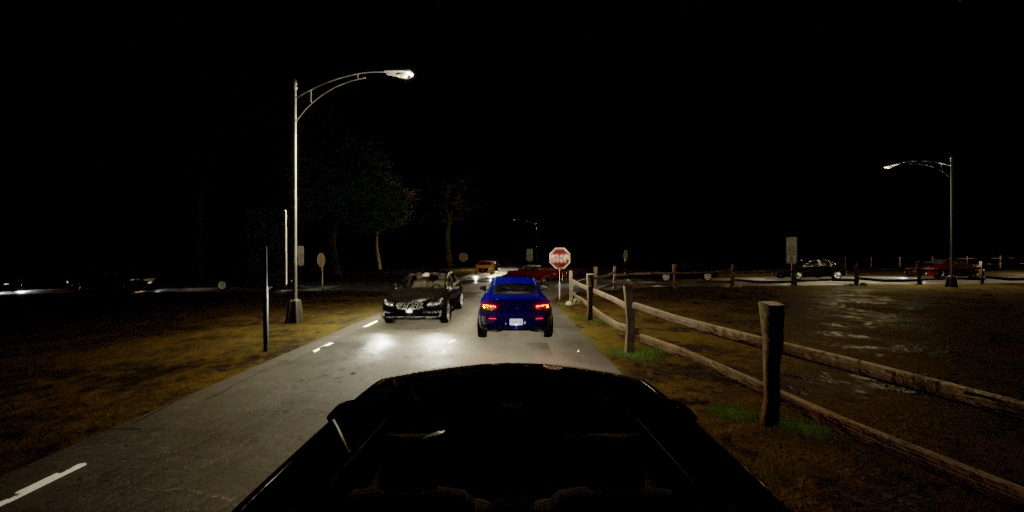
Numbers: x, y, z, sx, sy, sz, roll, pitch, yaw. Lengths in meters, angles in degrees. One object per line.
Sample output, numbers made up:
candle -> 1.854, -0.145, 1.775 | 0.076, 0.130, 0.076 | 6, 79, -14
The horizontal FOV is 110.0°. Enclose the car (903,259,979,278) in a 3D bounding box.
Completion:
car -> 32.181, 0.917, 26.903 | 4.181, 1.385, 1.994 | -1, 1, -1

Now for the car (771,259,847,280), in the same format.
car -> 22.255, 0.975, 26.927 | 4.892, 1.490, 1.837 | -1, 1, 0

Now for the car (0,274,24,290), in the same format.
car -> -36.014, 1.732, 24.178 | 4.181, 1.385, 1.994 | -1, 1, 1

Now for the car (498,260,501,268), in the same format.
car -> -2.967, 1.356, 51.171 | 2.033, 1.411, 5.357 | 0, 0, 0

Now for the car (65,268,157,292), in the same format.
car -> -26.837, 1.555, 24.136 | 4.902, 1.511, 2.128 | -1, 1, 0

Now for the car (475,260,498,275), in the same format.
car -> -2.978, 1.256, 39.876 | 1.882, 1.535, 5.008 | 0, 0, 1

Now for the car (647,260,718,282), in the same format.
car -> 12.733, 1.060, 26.920 | 5.008, 1.535, 1.882 | -1, 1, -1

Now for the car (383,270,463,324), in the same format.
car -> -2.777, 1.259, 12.096 | 1.837, 1.490, 4.892 | 0, 0, 0

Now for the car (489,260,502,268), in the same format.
car -> -2.971, 1.409, 64.542 | 2.033, 1.411, 5.357 | 0, 0, 0

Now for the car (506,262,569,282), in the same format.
car -> 1.919, 1.330, 26.866 | 4.718, 1.301, 1.895 | -1, 0, 43

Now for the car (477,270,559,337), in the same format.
car -> 0.052, 1.277, 10.129 | 1.812, 1.442, 4.674 | 0, 0, -1

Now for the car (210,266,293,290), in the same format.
car -> -17.335, 1.435, 24.136 | 5.008, 1.535, 1.882 | -1, 1, 0
